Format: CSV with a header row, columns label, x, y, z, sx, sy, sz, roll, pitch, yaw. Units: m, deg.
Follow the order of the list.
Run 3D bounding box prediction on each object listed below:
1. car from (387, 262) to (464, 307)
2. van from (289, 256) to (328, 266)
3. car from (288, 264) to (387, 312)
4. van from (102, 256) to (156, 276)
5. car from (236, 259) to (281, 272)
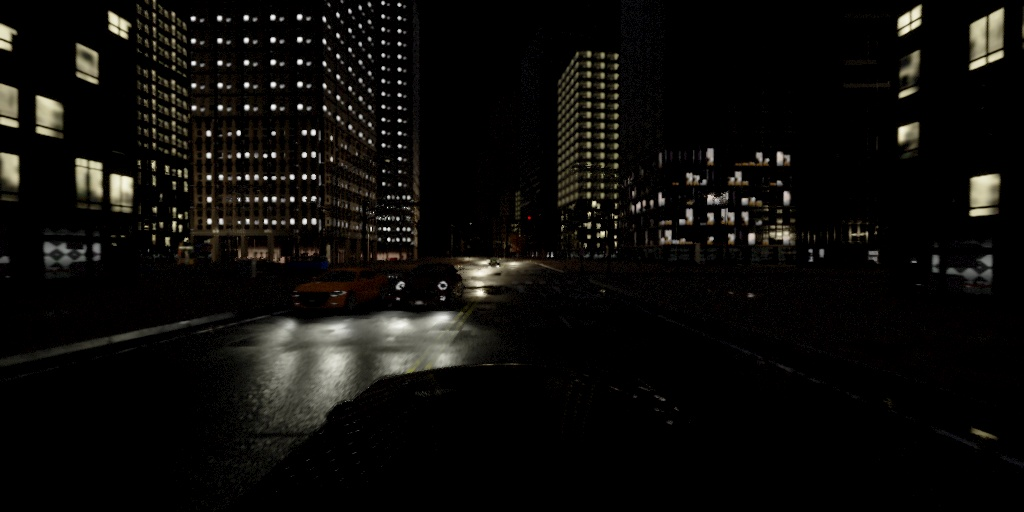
label,x,y,z,sx,sy,sz,roll,pitch,yaw
car,-3.327,1.080,15.123,2.097,1.767,4.553,0,0,0
van,-22.680,0.886,39.924,3.998,1.789,1.690,0,0,1
car,-6.581,1.208,14.306,1.882,1.535,5.008,0,0,0
van,-33.955,0.914,31.699,3.998,1.789,1.690,0,0,1
car,-28.218,1.064,39.967,4.507,1.381,1.888,0,0,1
